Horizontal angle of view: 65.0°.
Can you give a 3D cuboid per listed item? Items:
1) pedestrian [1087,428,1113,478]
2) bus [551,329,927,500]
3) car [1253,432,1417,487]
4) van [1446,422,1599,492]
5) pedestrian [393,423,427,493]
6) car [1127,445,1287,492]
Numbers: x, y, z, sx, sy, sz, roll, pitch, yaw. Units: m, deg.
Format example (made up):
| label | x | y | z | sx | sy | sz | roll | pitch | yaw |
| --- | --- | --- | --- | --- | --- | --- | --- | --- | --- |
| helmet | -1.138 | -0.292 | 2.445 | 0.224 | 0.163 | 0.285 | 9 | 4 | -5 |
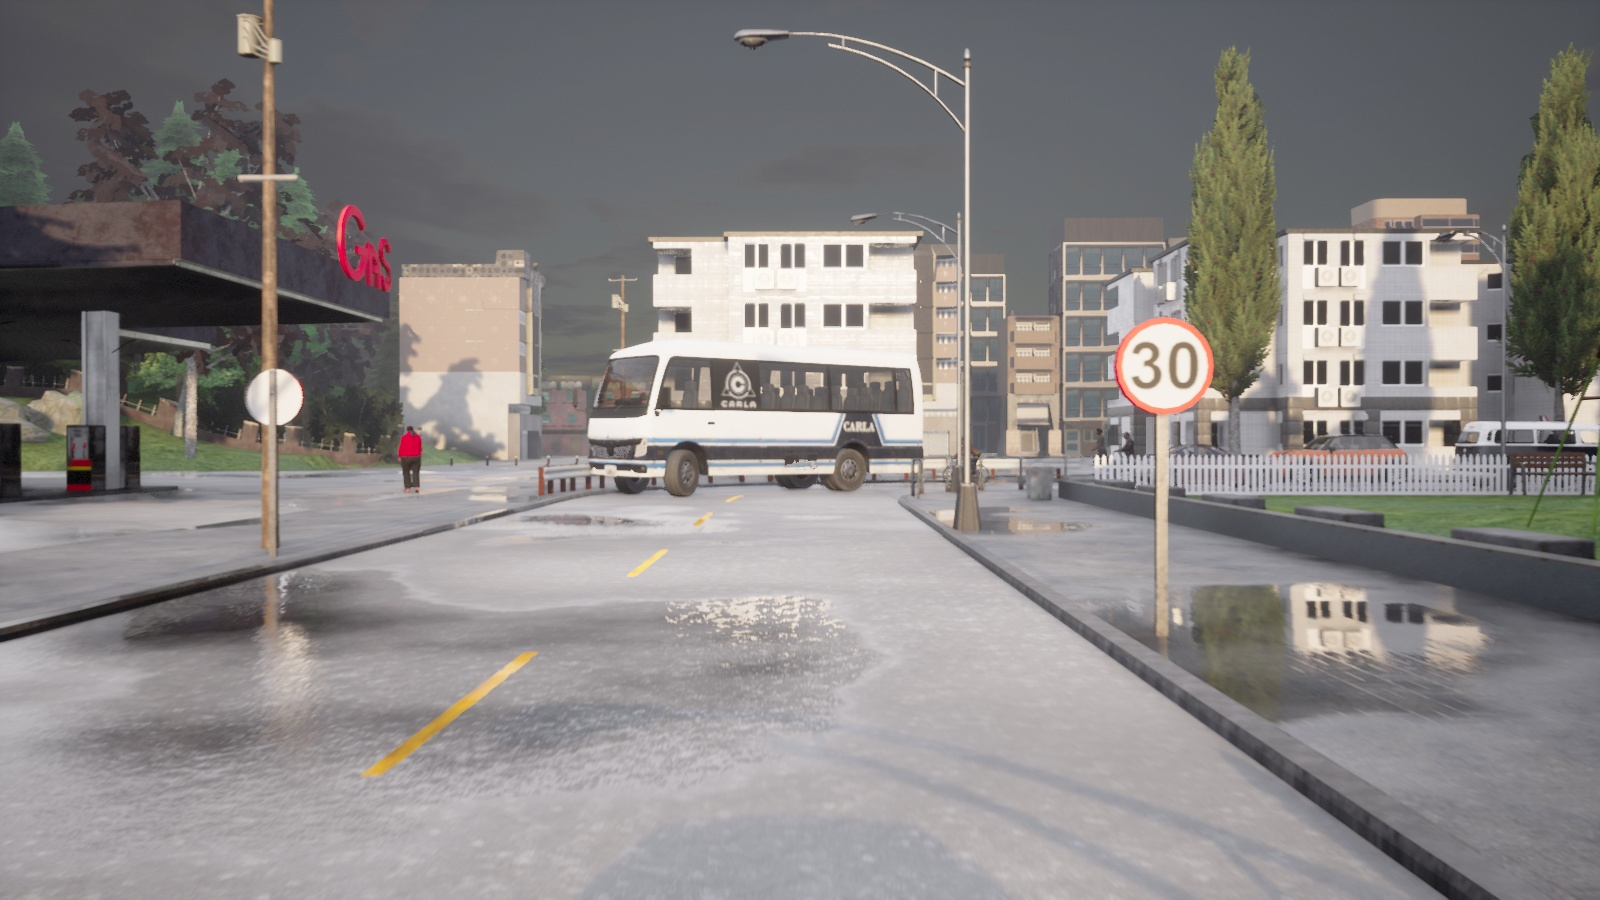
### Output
| label | x | y | z | sx | sy | sz | roll | pitch | yaw |
| --- | --- | --- | --- | --- | --- | --- | --- | --- | --- |
| pedestrian | 10.888 | 0.121 | 45.648 | 0.869 | 1.805 | 0.328 | 0 | 0 | 3 |
| bus | -1.515 | -0.907 | 35.859 | 10.273 | 4.253 | 3.944 | 0 | 1 | -37 |
| car | 17.732 | 0.304 | 41.781 | 4.553 | 1.767 | 2.097 | 0 | 0 | 0 |
| van | 22.185 | 0.203 | 37.746 | 4.480 | 2.038 | 2.069 | 0 | 0 | 0 |
| pedestrian | -10.448 | 0.204 | 33.643 | 0.634 | 1.844 | 0.899 | 0 | 1 | -33 |
| car | 12.192 | 0.535 | 37.829 | 4.181 | 1.385 | 1.994 | 0 | 0 | -1 |
